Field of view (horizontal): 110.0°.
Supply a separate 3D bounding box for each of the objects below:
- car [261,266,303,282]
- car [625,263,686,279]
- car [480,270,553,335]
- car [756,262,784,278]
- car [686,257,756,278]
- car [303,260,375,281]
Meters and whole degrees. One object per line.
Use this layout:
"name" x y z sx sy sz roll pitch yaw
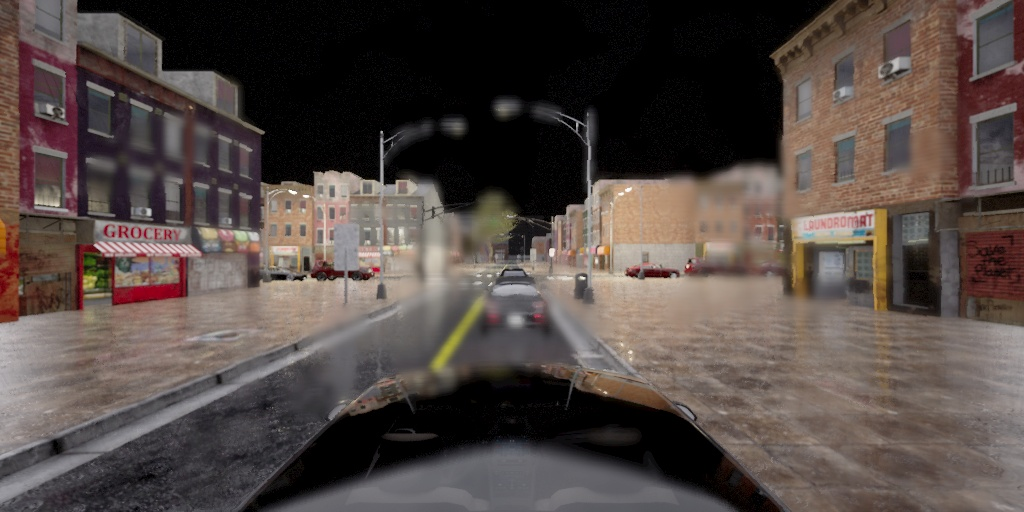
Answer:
"car" -19.865 1.549 30.576 4.313 1.339 1.948 0 0 0
"car" 11.969 1.292 30.608 4.507 1.381 1.888 0 0 0
"car" 0.104 1.301 10.445 1.812 1.442 4.674 0 0 0
"car" 22.837 1.217 30.619 4.507 1.381 1.888 0 0 0
"car" 17.403 1.024 30.614 5.009 1.841 2.192 0 0 0
"car" -14.439 1.256 30.582 5.009 1.841 2.192 0 0 0
